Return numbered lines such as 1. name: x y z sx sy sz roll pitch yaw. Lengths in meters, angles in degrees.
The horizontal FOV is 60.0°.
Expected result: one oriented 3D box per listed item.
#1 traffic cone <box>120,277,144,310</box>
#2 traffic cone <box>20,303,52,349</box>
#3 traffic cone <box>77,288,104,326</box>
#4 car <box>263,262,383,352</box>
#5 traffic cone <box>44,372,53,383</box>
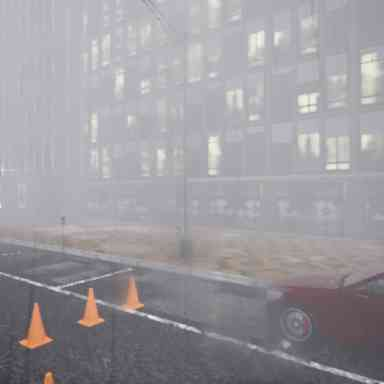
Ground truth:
1. traffic cone: -1.199 1.997 6.681 0.340 0.580 0.340 0 0 36
2. traffic cone: -2.368 1.986 5.059 0.340 0.580 0.340 0 0 36
3. traffic cone: -1.784 1.992 5.870 0.340 0.580 0.340 0 0 36
4. car: 3.126 1.616 4.758 4.206 1.307 1.802 0 0 36
5. traffic cone: -1.330 1.975 3.078 0.340 0.580 0.340 0 0 36
